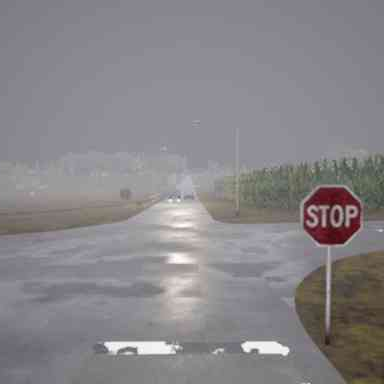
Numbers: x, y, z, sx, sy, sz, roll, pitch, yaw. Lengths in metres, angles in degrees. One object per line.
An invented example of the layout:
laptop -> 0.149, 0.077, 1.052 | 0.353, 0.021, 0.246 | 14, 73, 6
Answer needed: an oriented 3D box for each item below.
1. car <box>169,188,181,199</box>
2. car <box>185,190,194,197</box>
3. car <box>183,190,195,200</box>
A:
car -> -3.321, 0.254, 65.371 | 2.150, 2.045, 5.566 | 0, 2, 0
car -> -0.621, 0.251, 71.283 | 1.895, 1.301, 4.718 | 0, 2, 0
car -> -0.536, 0.688, 61.264 | 1.812, 1.442, 4.674 | 0, 2, 0
